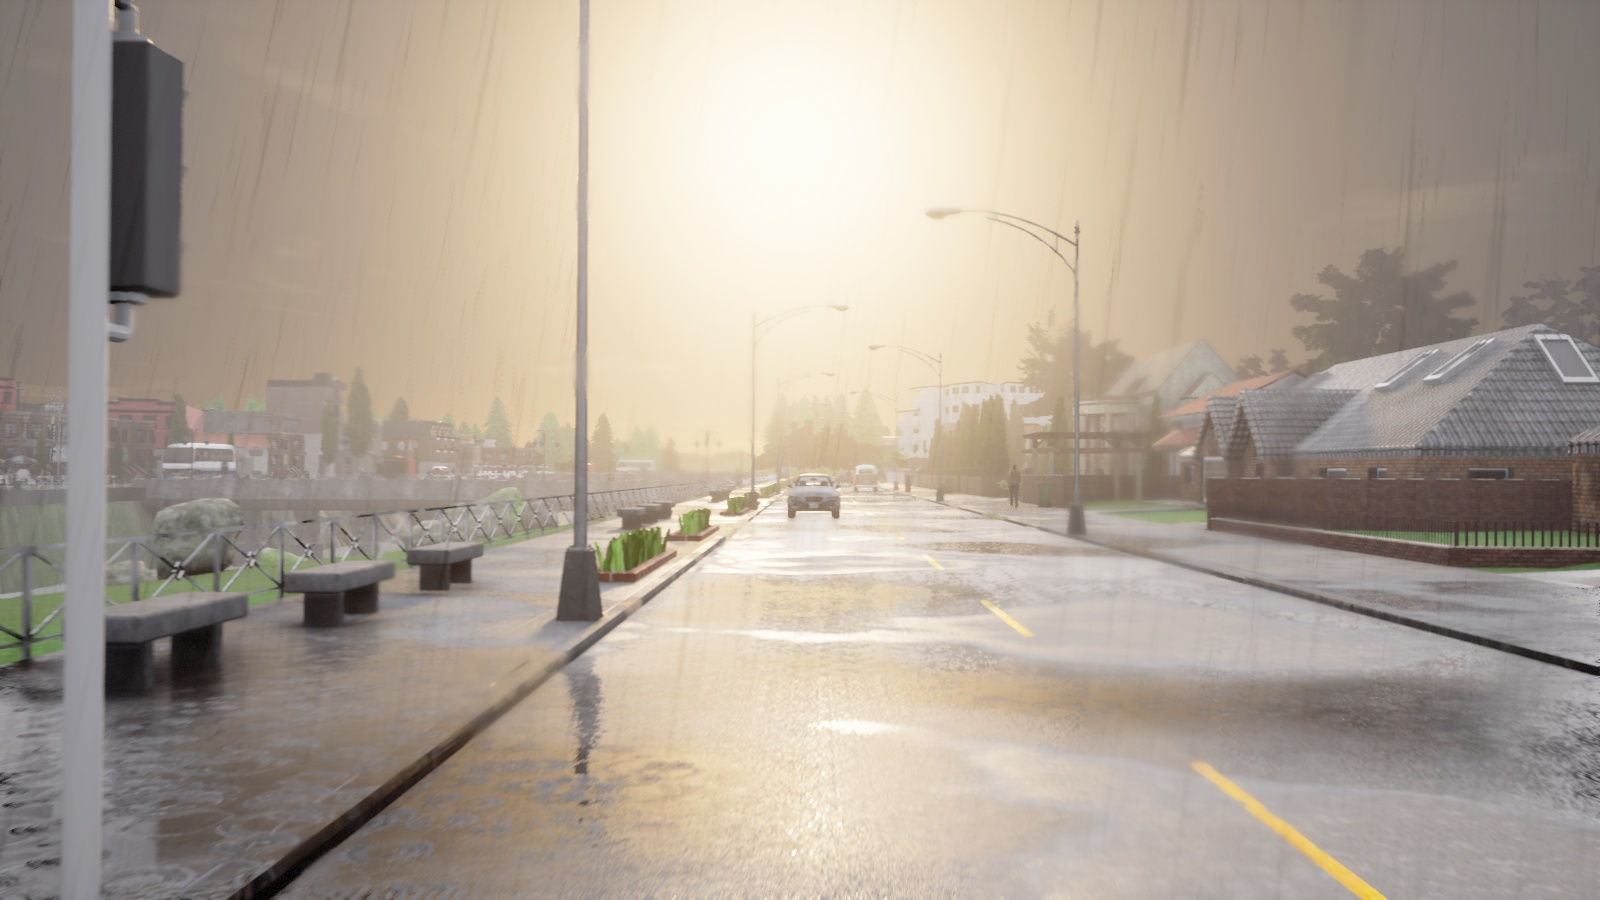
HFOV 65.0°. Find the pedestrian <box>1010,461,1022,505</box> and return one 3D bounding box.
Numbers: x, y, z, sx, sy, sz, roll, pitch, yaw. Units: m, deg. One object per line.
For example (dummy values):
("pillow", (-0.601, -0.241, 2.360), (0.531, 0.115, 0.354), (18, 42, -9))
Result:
("pedestrian", (8.929, 1.372, 52.016), (0.328, 1.805, 0.869), (0, -1, -1))

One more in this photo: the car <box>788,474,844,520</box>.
("car", (0.537, 1.545, 42.663), (1.816, 1.474, 4.193), (0, -1, 1))

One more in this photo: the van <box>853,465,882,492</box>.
("van", (5.234, 2.161, 97.402), (2.069, 2.038, 4.480), (0, -1, 1))
